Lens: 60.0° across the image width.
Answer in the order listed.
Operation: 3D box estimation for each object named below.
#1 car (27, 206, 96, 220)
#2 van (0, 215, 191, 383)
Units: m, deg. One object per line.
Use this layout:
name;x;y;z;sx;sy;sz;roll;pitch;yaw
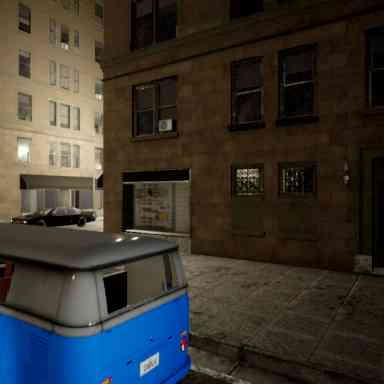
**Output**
car;-8.757;1.627;21.480;2.033;1.411;5.357;0;0;33
van;-1.937;1.341;4.067;3.998;1.788;1.690;0;0;33
